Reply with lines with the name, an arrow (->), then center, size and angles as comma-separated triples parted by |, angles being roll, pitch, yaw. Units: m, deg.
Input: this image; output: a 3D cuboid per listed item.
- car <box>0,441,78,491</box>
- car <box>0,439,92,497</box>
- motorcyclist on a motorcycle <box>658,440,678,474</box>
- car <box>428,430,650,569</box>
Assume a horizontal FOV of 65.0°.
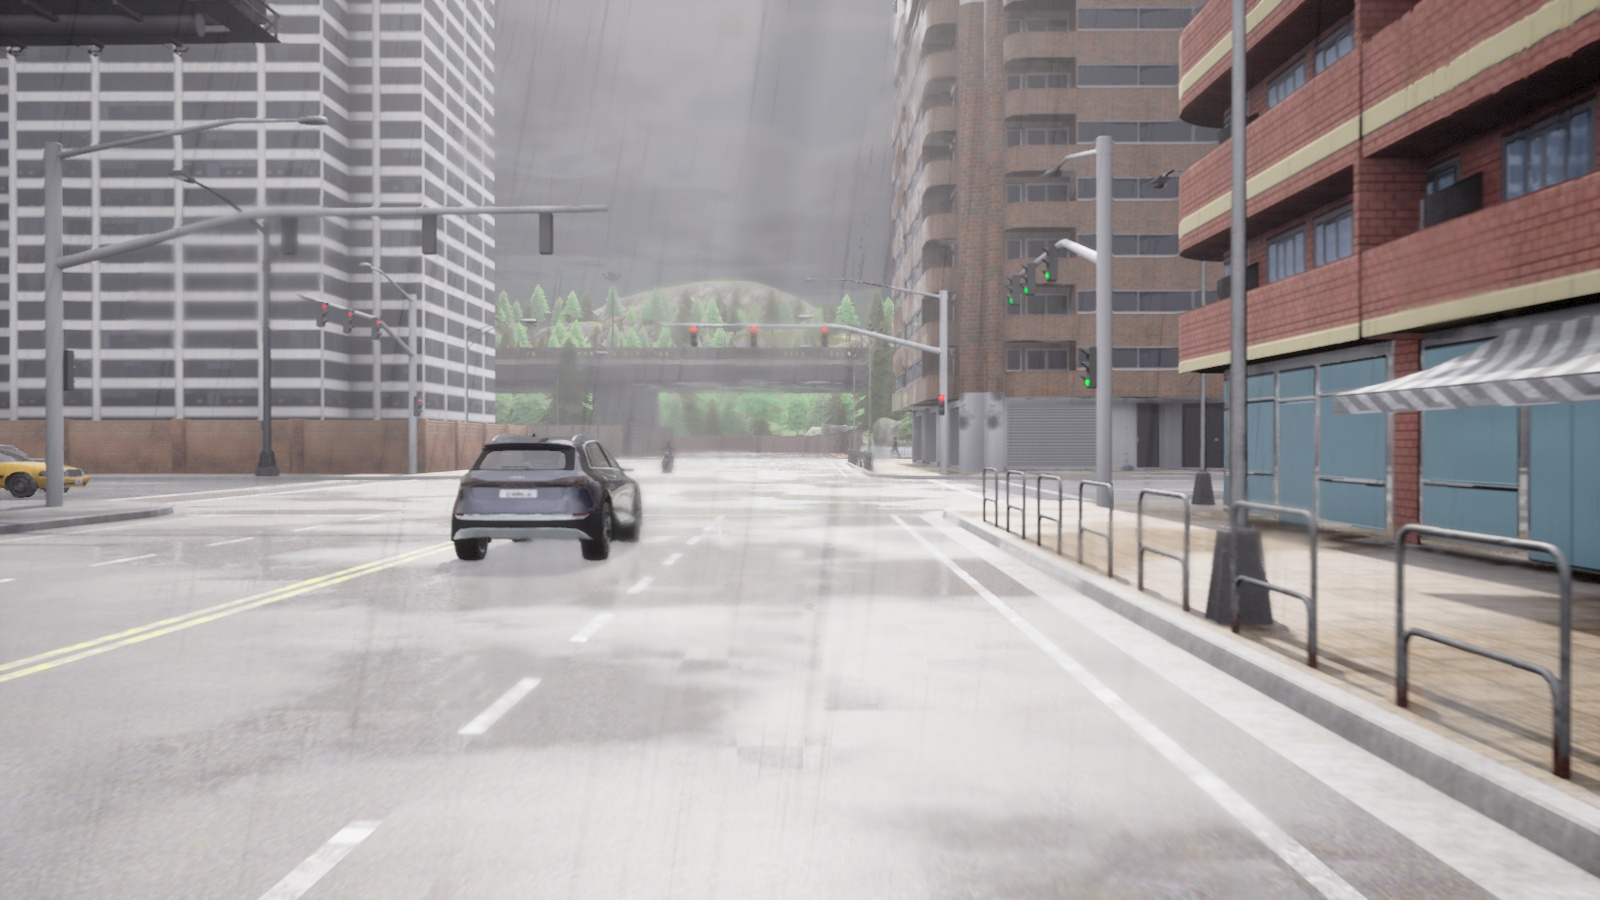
car -> -24.548, 0.476, 38.377 | 3.806, 1.475, 1.970 | 0, 0, 1
car -> -22.851, 0.469, 34.859 | 5.366, 1.575, 1.801 | 0, 0, 1
motorcyclist on a motorcycle -> -6.632, 0.336, 63.070 | 0.766, 1.649, 2.350 | 0, 0, 0
car -> -3.388, 0.576, 17.341 | 2.033, 1.649, 4.856 | 0, 0, 0
